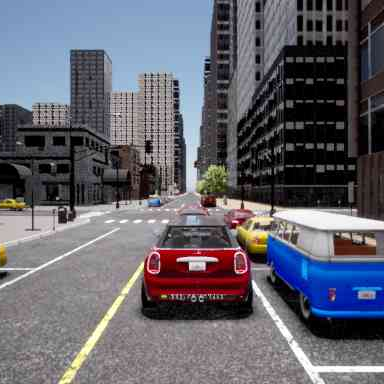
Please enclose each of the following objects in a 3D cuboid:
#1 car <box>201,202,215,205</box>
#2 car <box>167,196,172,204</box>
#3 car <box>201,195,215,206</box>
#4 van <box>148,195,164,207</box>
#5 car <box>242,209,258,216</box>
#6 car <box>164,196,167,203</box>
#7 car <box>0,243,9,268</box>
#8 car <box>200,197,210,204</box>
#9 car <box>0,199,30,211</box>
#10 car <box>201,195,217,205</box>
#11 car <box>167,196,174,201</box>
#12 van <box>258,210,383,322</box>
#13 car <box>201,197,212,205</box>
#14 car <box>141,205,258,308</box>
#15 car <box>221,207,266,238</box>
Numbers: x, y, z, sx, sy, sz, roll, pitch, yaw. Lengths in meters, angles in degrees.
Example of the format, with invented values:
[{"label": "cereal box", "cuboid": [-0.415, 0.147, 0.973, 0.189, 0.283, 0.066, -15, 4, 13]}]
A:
[{"label": "car", "cuboid": [0.086, 1.482, 17.299, 1.882, 1.535, 5.008, 0, 0, 0]}, {"label": "car", "cuboid": [-5.748, 1.529, 67.231, 1.967, 1.590, 4.097, 0, 0, 0]}, {"label": "car", "cuboid": [2.641, 1.380, 56.191, 2.192, 1.841, 5.009, 0, 0, 0]}, {"label": "van", "cuboid": [-5.734, 1.395, 50.658, 1.690, 1.788, 3.998, 0, 0, 0]}, {"label": "car", "cuboid": [2.677, 1.527, 12.786, 1.752, 1.417, 4.829, 0, 0, 0]}, {"label": "car", "cuboid": [-5.739, 1.505, 56.181, 1.967, 1.590, 4.097, 0, 0, 0]}, {"label": "car", "cuboid": [-5.698, 1.525, 6.775, 1.752, 1.417, 4.829, 0, 0, 0]}, {"label": "car", "cuboid": [2.633, 1.655, 67.239, 1.947, 1.339, 4.313, 0, 0, 0]}, {"label": "car", "cuboid": [-21.440, 1.469, 38.476, 4.829, 1.417, 1.752, 0, 0, 0]}, {"label": "car", "cuboid": [2.645, 1.369, 50.667, 2.192, 1.841, 5.009, 0, 0, 0]}, {"label": "car", "cuboid": [-5.765, 1.673, 89.155, 1.752, 1.417, 4.829, 0, 0, 0]}, {"label": "van", "cuboid": [2.682, 1.341, 6.952, 1.690, 1.788, 3.998, 0, 0, 0]}, {"label": "car", "cuboid": [2.637, 1.621, 61.715, 1.887, 1.381, 4.507, 0, 0, 0]}, {"label": "car", "cuboid": [0.093, 1.352, 8.093, 2.097, 1.767, 4.553, 0, 0, 0]}, {"label": "car", "cuboid": [2.673, 1.587, 18.279, 1.802, 1.307, 4.206, 0, 0, 0]}]
